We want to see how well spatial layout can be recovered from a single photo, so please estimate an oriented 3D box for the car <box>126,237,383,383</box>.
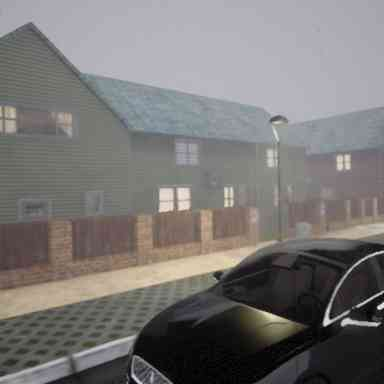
[{"bbox_3d":[1.548,1.436,4.276,4.892,1.490,1.837,-2,1,-38],"label":"car"}]
